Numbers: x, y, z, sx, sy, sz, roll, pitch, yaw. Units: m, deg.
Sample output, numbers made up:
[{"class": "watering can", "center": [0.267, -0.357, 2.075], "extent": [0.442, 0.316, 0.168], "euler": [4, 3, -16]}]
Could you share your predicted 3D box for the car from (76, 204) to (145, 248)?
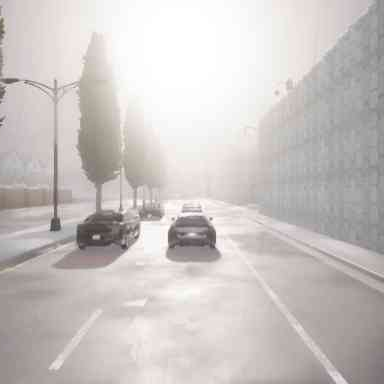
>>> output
[{"class": "car", "center": [-3.500, 1.500, 14.650], "extent": [1.882, 1.535, 5.008], "euler": [0, 0, 0]}]

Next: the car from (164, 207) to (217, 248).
[{"class": "car", "center": [0.000, 1.588, 14.650], "extent": [1.994, 1.385, 4.181], "euler": [0, 0, 0]}]

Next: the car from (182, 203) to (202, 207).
[{"class": "car", "center": [0.000, 1.639, 29.681], "extent": [1.895, 1.301, 4.718], "euler": [0, 0, 0]}]

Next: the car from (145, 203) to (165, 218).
[{"class": "car", "center": [-3.500, 1.639, 29.681], "extent": [1.895, 1.301, 4.718], "euler": [0, 0, 0]}]
